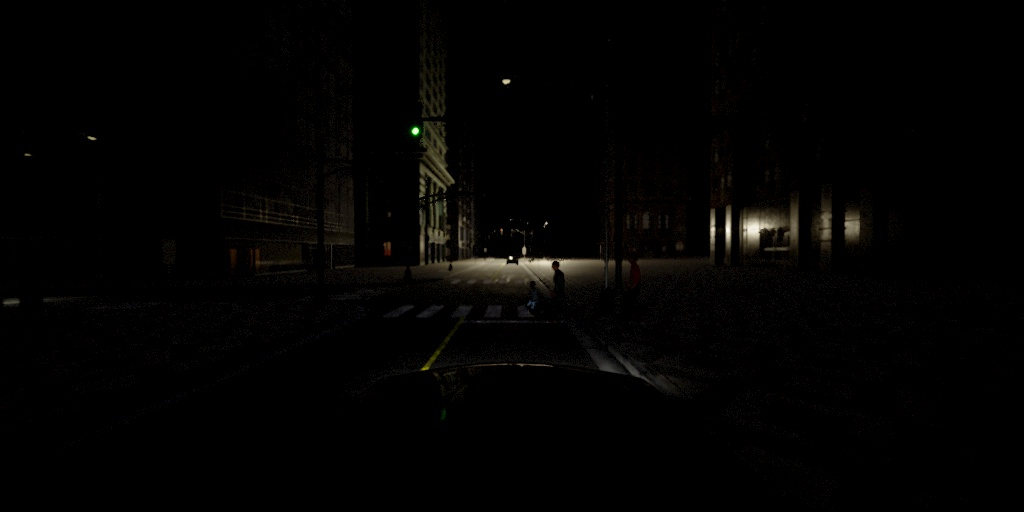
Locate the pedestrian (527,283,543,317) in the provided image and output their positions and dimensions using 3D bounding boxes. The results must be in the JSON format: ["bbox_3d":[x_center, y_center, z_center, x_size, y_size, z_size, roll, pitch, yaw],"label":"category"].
[{"bbox_3d":[0.691,0.936,11.135,0.375,1.860,0.375,0,1,0],"label":"pedestrian"}]

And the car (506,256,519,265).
[{"bbox_3d":[0.061,0.702,56.359,1.994,1.385,4.181,0,1,0],"label":"car"}]

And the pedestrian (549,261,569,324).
[{"bbox_3d":[1.277,0.950,9.900,0.375,1.860,0.375,0,1,0],"label":"pedestrian"}]

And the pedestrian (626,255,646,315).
[{"bbox_3d":[3.603,0.791,10.495,0.375,1.860,0.375,0,1,0],"label":"pedestrian"}]
